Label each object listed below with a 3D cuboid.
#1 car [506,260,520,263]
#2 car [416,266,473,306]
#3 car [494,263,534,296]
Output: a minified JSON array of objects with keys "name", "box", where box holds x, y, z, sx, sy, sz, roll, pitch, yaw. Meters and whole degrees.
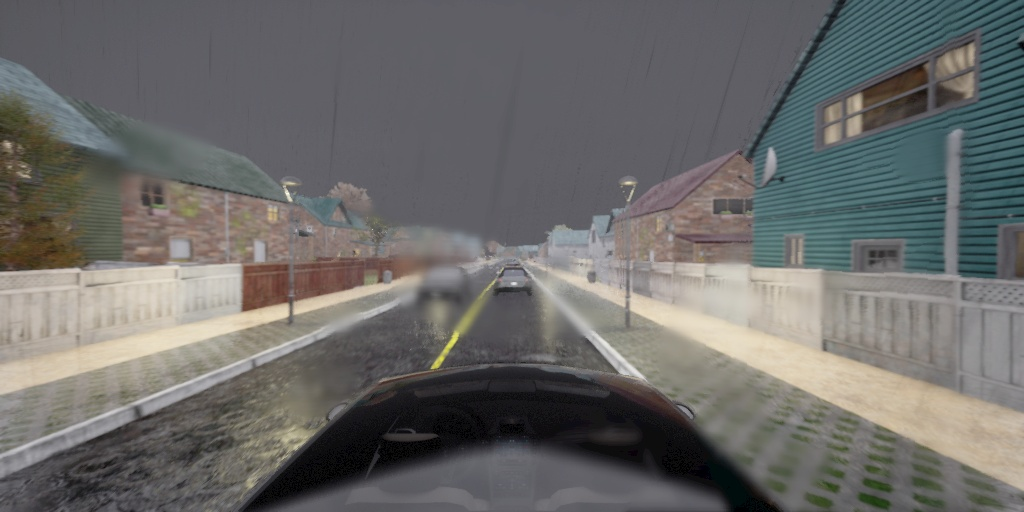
[{"name":"car","box":[0.096,1.197,36.791,2.128,1.511,4.902,0,0,0]},{"name":"car","box":[-2.852,1.209,15.979,1.882,1.535,5.008,0,0,0]},{"name":"car","box":[0.098,1.291,19.212,1.994,1.385,4.181,0,0,0]}]
